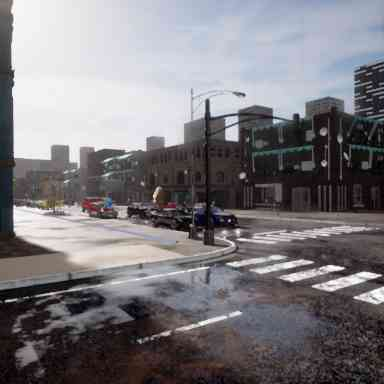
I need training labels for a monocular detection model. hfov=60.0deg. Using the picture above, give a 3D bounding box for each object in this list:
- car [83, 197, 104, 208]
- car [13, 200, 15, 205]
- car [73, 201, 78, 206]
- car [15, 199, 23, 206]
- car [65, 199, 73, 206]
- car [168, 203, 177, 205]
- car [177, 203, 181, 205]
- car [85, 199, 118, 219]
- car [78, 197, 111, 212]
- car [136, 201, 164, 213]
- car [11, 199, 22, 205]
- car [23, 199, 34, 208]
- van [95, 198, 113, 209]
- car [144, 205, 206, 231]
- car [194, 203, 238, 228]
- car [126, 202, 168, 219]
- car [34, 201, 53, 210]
[{"bbox_3d":[-18.414,1.940,61.943,2.192,1.841,5.009,-1,0,-35],"label":"car"},{"bbox_3d":[-41.252,2.548,79.670,2.008,1.369,4.403,-1,0,-35],"label":"car"},{"bbox_3d":[-21.610,2.228,66.458,1.887,1.381,4.507,-1,0,-35],"label":"car"},{"bbox_3d":[-38.053,2.381,75.154,1.967,1.590,4.097,-1,0,-35],"label":"car"},{"bbox_3d":[-28.014,2.365,75.489,1.947,1.339,4.313,-1,0,-35],"label":"car"},{"bbox_3d":[-2.398,1.904,39.369,1.802,1.307,4.206,-2,0,-35],"label":"car"},{"bbox_3d":[0.803,1.810,34.854,2.008,1.369,4.403,-2,0,-35],"label":"car"},{"bbox_3d":[-9.236,1.847,34.519,1.967,1.590,4.097,-1,0,-35],"label":"car"},{"bbox_3d":[-12.928,1.706,44.253,2.150,2.045,5.566,-1,1,-35],"label":"car"},{"bbox_3d":[-5.599,1.966,43.884,1.802,1.307,4.206,-2,0,-35],"label":"car"},{"bbox_3d":[-44.454,2.599,84.184,1.887,1.381,4.507,-1,0,-35],"label":"car"},{"bbox_3d":[-31.647,2.377,66.125,2.008,1.369,4.403,-1,0,-35],"label":"car"},{"bbox_3d":[-15.211,1.907,57.428,1.690,1.788,3.998,-1,0,-35],"label":"van"},{"bbox_3d":[-1.305,1.815,23.130,1.947,1.339,4.313,-2,0,-35],"label":"car"},{"bbox_3d":[1.366,1.776,24.066,1.994,1.385,4.181,-1,0,-35],"label":"car"},{"bbox_3d":[-4.796,1.827,32.756,2.128,1.511,4.902,-1,0,-35],"label":"car"},{"bbox_3d":[-25.145,2.233,56.956,1.752,1.417,4.829,-1,0,-35],"label":"car"}]
